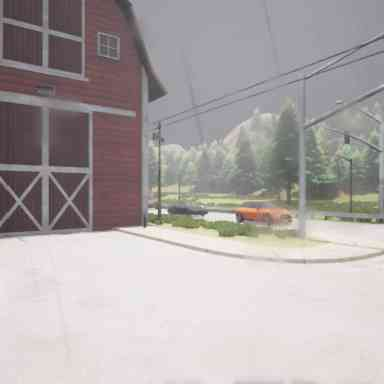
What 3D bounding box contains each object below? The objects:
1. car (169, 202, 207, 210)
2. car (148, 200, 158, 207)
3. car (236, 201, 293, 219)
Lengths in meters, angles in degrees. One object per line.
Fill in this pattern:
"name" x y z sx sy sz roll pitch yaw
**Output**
"car" -0.522 1.776 34.383 2.033 1.411 5.357 0 0 -34
"car" -6.558 1.849 49.597 1.812 1.442 4.674 0 0 -34
"car" 5.473 1.525 25.612 2.097 1.767 4.553 0 0 -34
